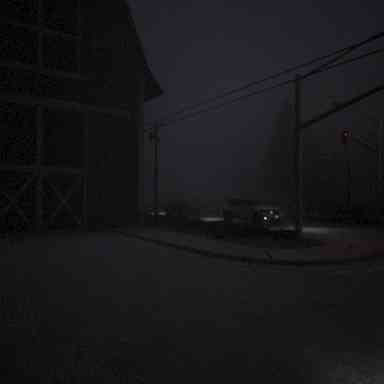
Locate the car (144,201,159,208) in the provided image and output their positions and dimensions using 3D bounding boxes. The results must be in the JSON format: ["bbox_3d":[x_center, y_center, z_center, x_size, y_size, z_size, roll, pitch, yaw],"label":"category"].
[{"bbox_3d":[-6.453,1.852,42.483,1.837,1.490,4.892,0,-1,-34],"label":"car"}]

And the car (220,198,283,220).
[{"bbox_3d":[4.576,1.469,26.395,2.150,2.045,5.566,0,-1,-34],"label":"car"}]

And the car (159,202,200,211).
[{"bbox_3d":[-1.066,1.776,34.621,1.882,1.535,5.008,0,-1,-35],"label":"car"}]

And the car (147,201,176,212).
[{"bbox_3d":[-4.285,1.979,45.846,1.895,1.301,4.718,0,-1,-34],"label":"car"}]
